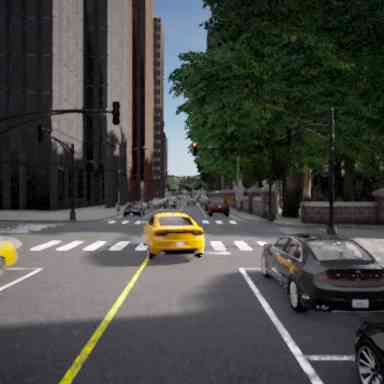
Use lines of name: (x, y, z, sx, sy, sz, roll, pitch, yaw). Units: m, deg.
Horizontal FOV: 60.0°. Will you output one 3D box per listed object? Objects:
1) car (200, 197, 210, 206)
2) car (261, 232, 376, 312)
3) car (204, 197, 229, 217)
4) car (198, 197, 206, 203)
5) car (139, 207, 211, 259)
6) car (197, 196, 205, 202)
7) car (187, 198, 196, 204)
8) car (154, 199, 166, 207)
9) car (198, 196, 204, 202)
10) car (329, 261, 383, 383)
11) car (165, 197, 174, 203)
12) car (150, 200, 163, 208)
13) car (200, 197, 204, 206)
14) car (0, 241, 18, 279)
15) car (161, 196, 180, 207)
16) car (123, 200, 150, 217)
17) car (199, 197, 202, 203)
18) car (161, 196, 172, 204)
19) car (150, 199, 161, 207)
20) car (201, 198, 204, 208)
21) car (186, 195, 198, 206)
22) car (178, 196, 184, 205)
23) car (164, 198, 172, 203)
car: (2.586, 1.892, 67.019, 1.967, 1.590, 4.097, 0, 0, 0)
car: (2.746, 1.598, 7.616, 2.008, 1.369, 4.403, 0, 0, 0)
car: (2.674, 1.533, 34.282, 2.192, 1.841, 5.009, 0, 0, 0)
car: (2.541, 2.098, 83.557, 1.752, 1.417, 4.829, 0, 0, 0)
car: (-0.895, 1.565, 13.194, 1.882, 1.535, 5.008, 1, -1, -12)
car: (2.512, 1.969, 94.302, 2.192, 1.841, 5.009, 0, 0, 0)
car: (-0.198, 1.983, 74.807, 1.994, 1.385, 4.181, 0, 0, 0)
car: (-5.925, 1.995, 61.532, 1.802, 1.307, 4.206, 0, 0, 0)
car: (2.600, 1.853, 61.562, 1.967, 1.590, 4.097, 0, 0, 0)
car: (2.761, 1.579, 2.103, 1.947, 1.339, 4.313, 0, 0, 0)
car: (-5.999, 2.157, 88.817, 1.887, 1.381, 4.507, 0, 0, 0)
car: (-5.910, 1.956, 56.075, 1.802, 1.307, 4.206, 0, 0, 0)
car: (2.630, 1.886, 50.649, 2.008, 1.369, 4.403, 0, 0, 0)
car: (-5.778, 1.571, 7.414, 1.752, 1.417, 4.829, 0, 0, 0)
car: (-3.216, 1.835, 50.007, 1.837, 1.490, 4.892, 0, 0, 0)
car: (-5.851, 1.785, 34.248, 1.947, 1.339, 4.313, 0, 0, 0)
car: (2.615, 1.925, 56.105, 2.008, 1.369, 4.403, 0, 0, 0)
car: (-5.969, 1.846, 77.905, 2.192, 1.841, 5.009, 0, 0, 0)
car: (-5.896, 1.886, 50.618, 2.008, 1.369, 4.403, 0, 0, 0)
car: (2.644, 1.862, 45.192, 1.947, 1.339, 4.313, 0, 0, 0)
car: (-0.120, 1.923, 64.116, 2.128, 1.511, 4.902, 0, 0, 0)
car: (-3.179, 2.077, 66.628, 1.895, 1.301, 4.718, 0, 0, 0)
car: (-5.984, 2.116, 83.360, 1.887, 1.381, 4.507, 0, 0, 0)
